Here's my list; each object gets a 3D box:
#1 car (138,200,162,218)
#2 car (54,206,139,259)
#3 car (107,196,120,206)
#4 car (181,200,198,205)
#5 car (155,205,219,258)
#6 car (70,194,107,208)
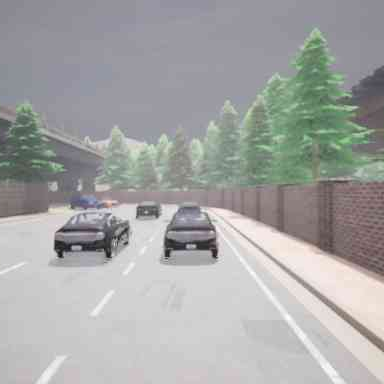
[{"bbox_3d":[-3.736,1.466,29.408,1.882,1.535,5.008,0,0,-1],"label":"car"},{"bbox_3d":[-3.543,1.497,12.588,2.128,1.511,4.902,0,0,0],"label":"car"},{"bbox_3d":[-11.907,1.366,45.800,4.553,1.767,2.097,0,0,42],"label":"car"},{"bbox_3d":[-0.220,1.477,27.968,1.837,1.490,4.892,0,0,-1],"label":"car"},{"bbox_3d":[-0.044,1.478,12.698,2.128,1.511,4.902,0,0,0],"label":"car"},{"bbox_3d":[-13.640,1.246,42.784,2.150,2.045,5.566,1,-1,-44],"label":"car"}]
